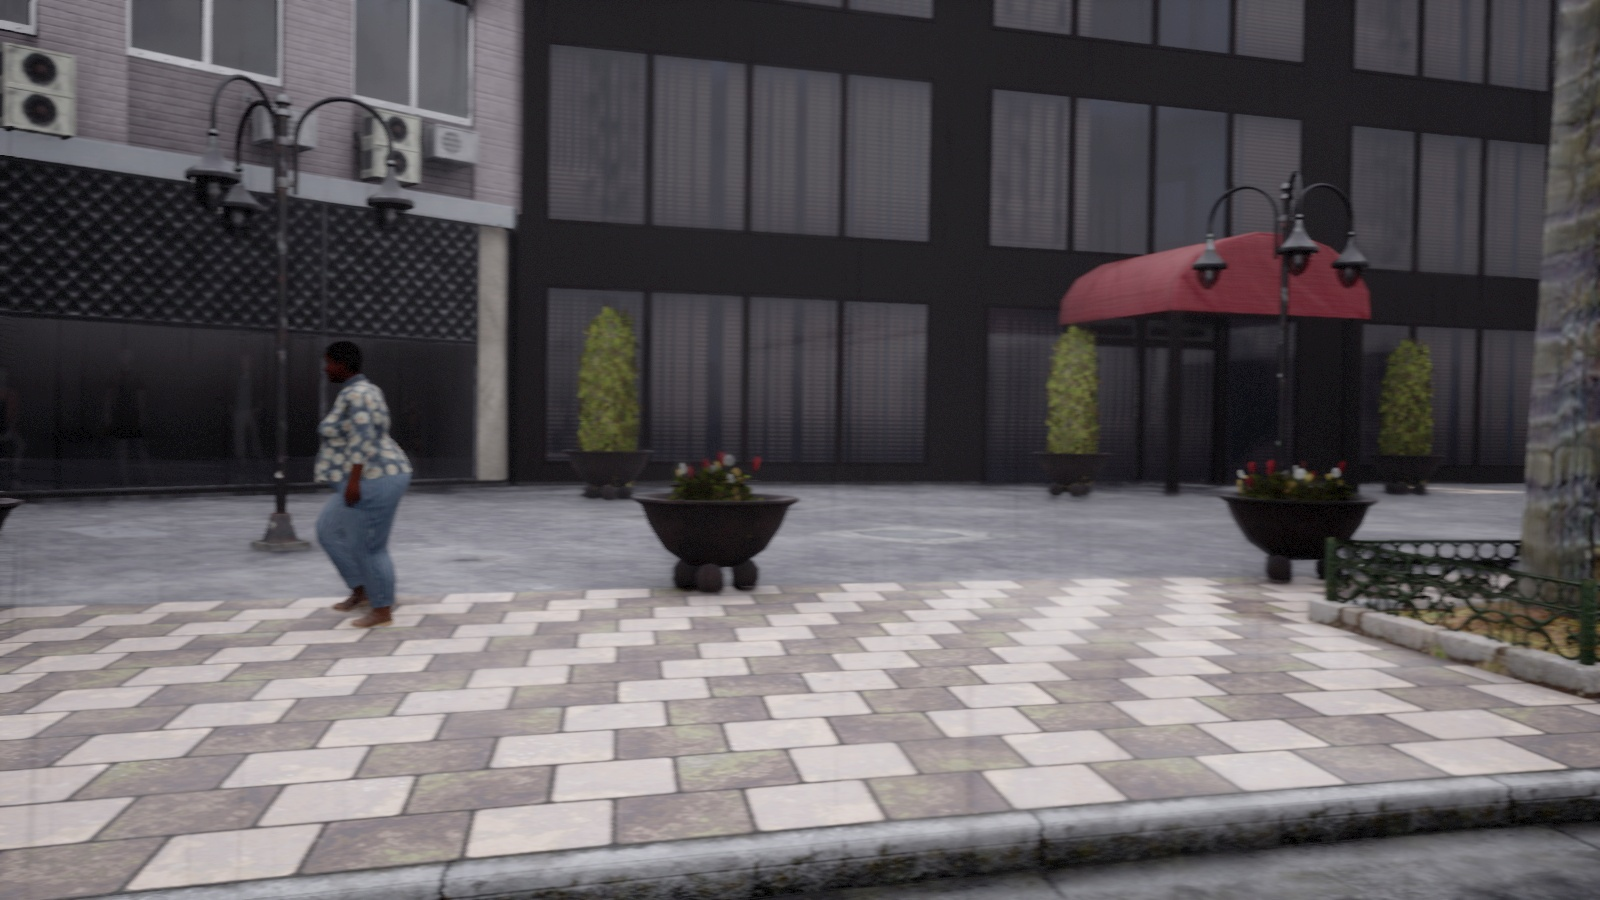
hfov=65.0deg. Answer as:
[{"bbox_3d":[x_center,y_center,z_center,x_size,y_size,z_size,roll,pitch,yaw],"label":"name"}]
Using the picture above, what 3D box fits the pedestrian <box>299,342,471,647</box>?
[{"bbox_3d":[-2.652,0.258,8.129,0.900,1.855,0.874,-1,1,-9],"label":"pedestrian"}]
